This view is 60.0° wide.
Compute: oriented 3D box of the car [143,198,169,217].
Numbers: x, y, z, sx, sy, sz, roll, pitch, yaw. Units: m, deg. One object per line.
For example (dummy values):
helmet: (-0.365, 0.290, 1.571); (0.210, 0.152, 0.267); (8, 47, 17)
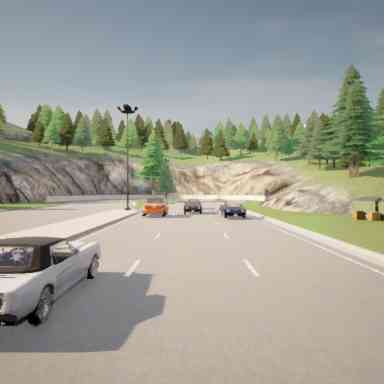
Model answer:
car: (-3.400, 1.351, 31.967); (2.097, 1.767, 4.553); (0, 0, 0)

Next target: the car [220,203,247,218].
car: (3.600, 1.601, 29.768); (1.895, 1.301, 4.718); (0, 0, 0)

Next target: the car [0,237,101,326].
car: (-3.400, 1.601, 7.015); (1.895, 1.301, 4.718); (0, 0, 0)

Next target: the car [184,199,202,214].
car: (0.099, 1.601, 35.439); (1.895, 1.301, 4.718); (0, 0, 0)

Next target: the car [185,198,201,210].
car: (0.176, 1.564, 44.200); (1.994, 1.385, 4.181); (0, 0, 2)
